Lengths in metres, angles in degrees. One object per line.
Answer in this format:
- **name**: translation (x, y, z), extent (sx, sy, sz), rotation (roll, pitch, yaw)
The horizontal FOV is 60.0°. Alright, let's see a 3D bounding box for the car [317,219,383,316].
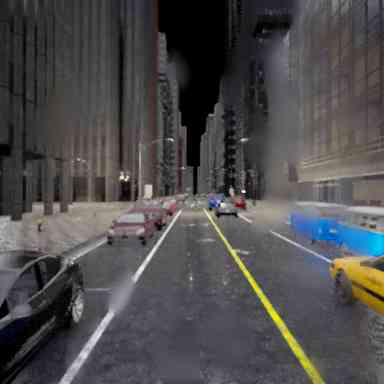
- **car**: translation (3.861, 1.475, 5.083), extent (1.801, 1.575, 5.366), rotation (0, 0, 0)

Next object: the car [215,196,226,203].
- **car**: translation (5.977, 1.656, 70.486), extent (2.008, 1.369, 4.403), rotation (0, 0, 0)

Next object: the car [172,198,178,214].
- **car**: translation (-2.668, 1.568, 32.403), extent (1.887, 1.381, 4.507), rotation (0, 0, 0)

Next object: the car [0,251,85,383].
- **car**: translation (-2.757, 1.560, 4.312), extent (1.947, 1.339, 4.313), rotation (0, 0, 0)

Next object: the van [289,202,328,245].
- **van**: translation (5.804, 1.377, 15.539), extent (1.690, 1.788, 3.998), rotation (0, 0, 0)

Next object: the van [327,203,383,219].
- **van**: translation (5.786, 1.371, 9.921), extent (1.690, 1.788, 3.998), rotation (0, 0, 0)

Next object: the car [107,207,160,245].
- **car**: translation (-2.722, 1.587, 15.548), extent (1.802, 1.307, 4.206), rotation (0, 0, 0)

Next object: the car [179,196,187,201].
- **car**: translation (-2.477, 1.680, 93.039), extent (1.947, 1.339, 4.313), rotation (0, 0, 0)

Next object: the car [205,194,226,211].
- **car**: translation (3.130, 1.275, 41.775), extent (2.150, 2.045, 5.566), rotation (0, 0, 0)

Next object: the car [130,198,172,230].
- **car**: translation (-2.703, 1.326, 21.166), extent (2.192, 1.841, 5.009), rotation (0, 0, 0)

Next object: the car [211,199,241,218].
- **car**: translation (3.150, 1.606, 31.186), extent (1.994, 1.385, 4.181), rotation (0, 0, 1)

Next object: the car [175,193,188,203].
- **car**: translation (-2.547, 1.390, 70.494), extent (2.192, 1.841, 5.009), rotation (0, 0, 0)

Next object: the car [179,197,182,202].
- **car**: translation (-2.633, 1.618, 43.640), extent (1.802, 1.307, 4.206), rotation (0, 0, 0)

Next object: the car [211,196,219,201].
- **car**: translation (6.031, 1.679, 87.394), extent (1.887, 1.381, 4.507), rotation (0, 0, 0)

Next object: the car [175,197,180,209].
- **car**: translation (-2.651, 1.611, 38.021), extent (1.802, 1.307, 4.206), rotation (0, 0, 0)

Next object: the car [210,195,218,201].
- **car**: translation (6.048, 1.690, 93.030), extent (1.887, 1.381, 4.507), rotation (0, 0, 0)

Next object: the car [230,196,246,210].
- **car**: translation (5.893, 1.382, 43.633), extent (2.192, 1.841, 5.009), rotation (0, 0, 0)
